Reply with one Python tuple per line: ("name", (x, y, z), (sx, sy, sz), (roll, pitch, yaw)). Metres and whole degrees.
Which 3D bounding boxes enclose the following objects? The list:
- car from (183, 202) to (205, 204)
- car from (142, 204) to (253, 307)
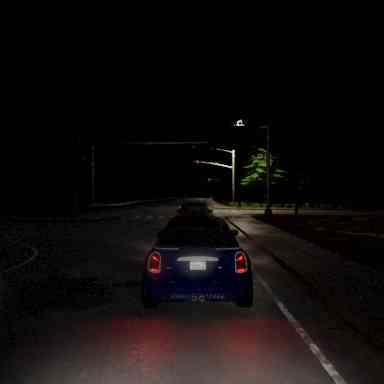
("car", (0.116, 1.337, 18.237), (2.097, 1.767, 4.553), (0, 0, 0))
("car", (0.106, 1.347, 8.116), (2.097, 1.767, 4.553), (0, 0, 0))
